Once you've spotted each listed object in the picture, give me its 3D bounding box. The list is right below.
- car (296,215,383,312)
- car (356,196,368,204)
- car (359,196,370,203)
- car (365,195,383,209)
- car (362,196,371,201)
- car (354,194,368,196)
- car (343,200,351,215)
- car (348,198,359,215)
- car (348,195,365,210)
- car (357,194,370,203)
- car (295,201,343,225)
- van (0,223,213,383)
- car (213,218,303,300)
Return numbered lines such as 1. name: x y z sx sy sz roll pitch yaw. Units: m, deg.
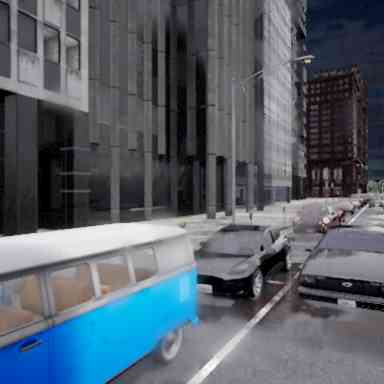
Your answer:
1. car: 3.998 1.532 8.070 2.033 1.411 5.357 0 0 30
2. car: 31.976 1.538 62.508 1.947 1.339 4.313 0 0 30
3. car: 37.547 1.530 72.313 1.887 1.381 4.507 0 0 30
4. car: 24.106 1.438 43.258 2.128 1.511 4.902 0 0 30
5. car: 43.118 1.570 82.119 1.947 1.339 4.313 0 0 30
6. car: 23.617 1.271 47.800 2.192 1.841 5.009 0 0 30
7. car: 9.690 1.516 23.287 1.887 1.381 4.507 0 0 30
8. car: 15.262 1.541 33.093 1.802 1.307 4.206 0 0 30
9. car: 20.748 1.478 42.750 1.752 1.417 4.829 0 0 30
10. car: 34.760 1.293 67.411 2.192 1.841 5.009 0 0 30
11. car: 6.904 1.418 18.384 1.967 1.590 4.097 0 0 30
12. van: -1.453 1.345 3.675 1.690 1.788 3.998 0 0 30
13. car: 1.333 1.559 8.578 1.947 1.339 4.313 0 0 30
